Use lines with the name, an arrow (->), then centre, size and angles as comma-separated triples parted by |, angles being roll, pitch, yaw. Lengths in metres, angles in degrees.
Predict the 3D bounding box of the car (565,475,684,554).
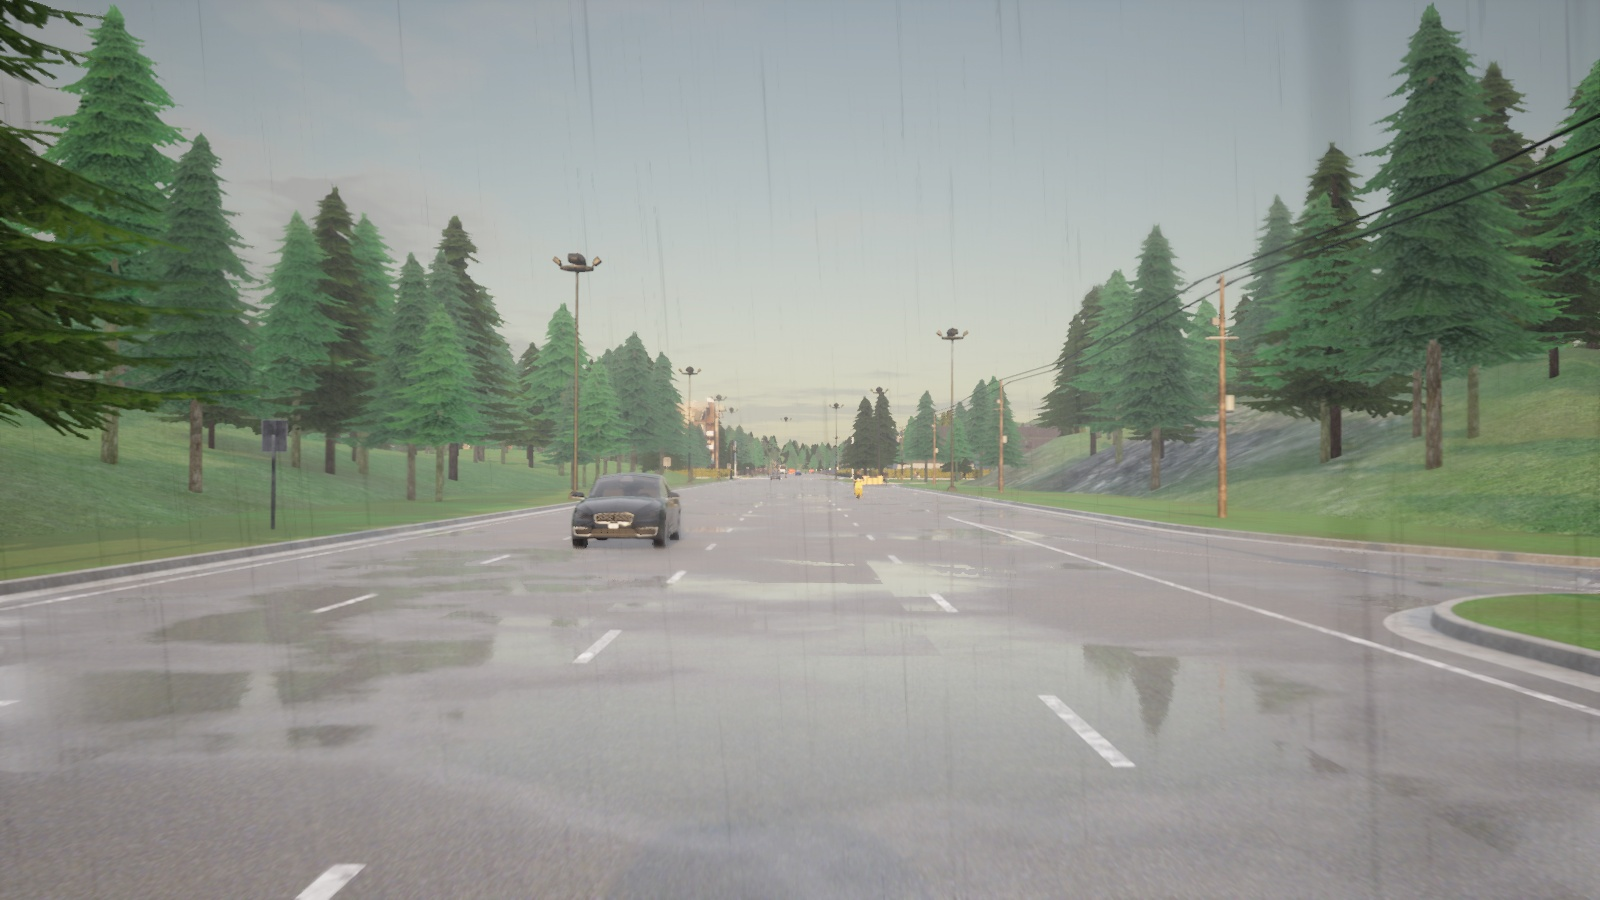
car -> -3.564, 1.275, 26.347 | 1.837, 1.490, 4.892 | 0, -1, 0
